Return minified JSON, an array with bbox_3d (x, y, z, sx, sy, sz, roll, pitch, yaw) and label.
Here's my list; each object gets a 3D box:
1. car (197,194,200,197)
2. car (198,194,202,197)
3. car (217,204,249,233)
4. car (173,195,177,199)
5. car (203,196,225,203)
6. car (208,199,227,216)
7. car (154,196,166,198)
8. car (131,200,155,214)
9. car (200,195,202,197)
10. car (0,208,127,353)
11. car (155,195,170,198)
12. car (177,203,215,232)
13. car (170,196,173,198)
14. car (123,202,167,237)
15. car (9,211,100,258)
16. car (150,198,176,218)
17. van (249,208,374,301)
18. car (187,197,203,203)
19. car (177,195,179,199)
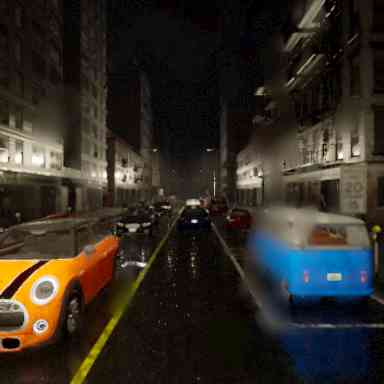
[{"bbox_3d":[2.803,1.648,82.056,1.752,1.417,4.829,0,0,0],"label":"car"},{"bbox_3d":[2.779,1.673,70.524,1.947,1.339,4.313,0,0,0],"label":"car"},{"bbox_3d":[2.674,1.610,19.392,1.802,1.307,4.206,0,0,0],"label":"car"},{"bbox_3d":[-5.222,1.730,81.901,1.802,1.307,4.206,0,0,0],"label":"car"},{"bbox_3d":[2.708,1.372,36.437,2.192,1.841,5.009,0,0,0],"label":"car"},{"bbox_3d":[2.697,1.631,30.755,1.802,1.307,4.206,0,0,0],"label":"car"},{"bbox_3d":[-5.293,1.665,47.811,1.947,1.339,4.313,0,0,0],"label":"car"},{"bbox_3d":[-5.316,1.648,36.447,1.947,1.339,4.313,0,0,0],"label":"car"},{"bbox_3d":[2.756,1.641,59.161,2.008,1.369,4.403,0,0,0],"label":"car"},{"bbox_3d":[-2.836,1.370,6.521,2.097,1.767,4.553,0,0,0],"label":"car"},{"bbox_3d":[-5.282,1.422,53.493,2.192,1.841,5.009,0,0,0],"label":"car"},{"bbox_3d":[0.137,1.602,20.326,1.994,1.385,4.181,0,0,0],"label":"car"},{"bbox_3d":[-5.258,1.564,64.856,1.967,1.590,4.097,0,0,0],"label":"car"},{"bbox_3d":[-2.808,1.533,18.189,2.128,1.511,4.902,0,0,0],"label":"car"},{"bbox_3d":[-5.363,1.586,13.720,1.887,1.381,4.507,0,0,0],"label":"car"},{"bbox_3d":[-2.776,1.570,31.123,1.837,1.490,4.892,0,0,0],"label":"car"},{"bbox_3d":[2.649,1.345,8.031,1.690,1.788,3.998,0,0,0],"label":"van"},{"bbox_3d":[0.187,1.680,46.002,1.895,1.301,4.718,0,0,0],"label":"car"},{"bbox_3d":[-5.211,1.706,87.583,2.008,1.369,4.403,0,0,0],"label":"car"}]
